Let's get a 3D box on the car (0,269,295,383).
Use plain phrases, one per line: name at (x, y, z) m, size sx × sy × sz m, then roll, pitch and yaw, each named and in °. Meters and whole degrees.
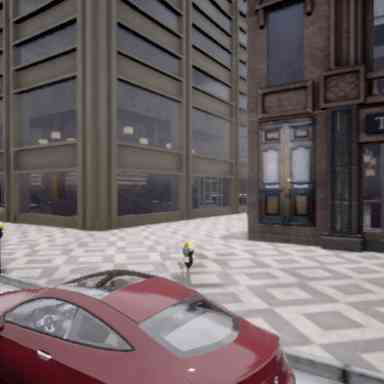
car at (-1.054, 1.554, 3.663) m, size 4.206 × 1.307 × 1.802 m, roll 0°, pitch 0°, yaw 33°
